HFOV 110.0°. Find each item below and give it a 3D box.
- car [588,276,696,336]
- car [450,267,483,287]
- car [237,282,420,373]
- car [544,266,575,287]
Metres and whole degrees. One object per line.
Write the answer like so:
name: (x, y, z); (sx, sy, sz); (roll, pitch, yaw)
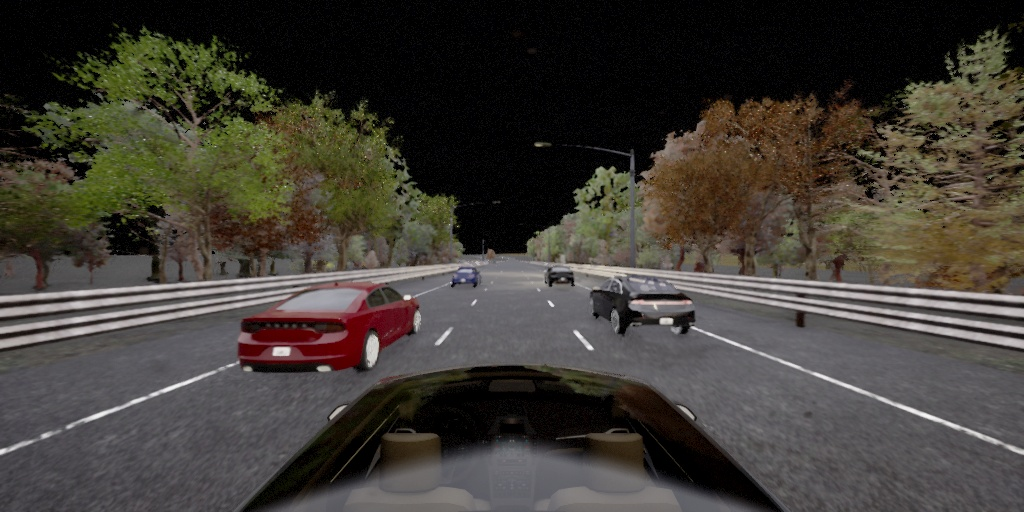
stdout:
car: (3.597, 1.337, 10.770); (2.128, 1.511, 4.902); (0, -1, 0)
car: (-3.400, 1.549, 27.206); (1.812, 1.442, 4.674); (0, -1, 0)
car: (-3.407, 1.292, 7.786); (1.882, 1.535, 5.008); (0, -1, 0)
car: (3.600, 1.508, 27.789); (1.882, 1.535, 5.008); (0, -1, 0)
